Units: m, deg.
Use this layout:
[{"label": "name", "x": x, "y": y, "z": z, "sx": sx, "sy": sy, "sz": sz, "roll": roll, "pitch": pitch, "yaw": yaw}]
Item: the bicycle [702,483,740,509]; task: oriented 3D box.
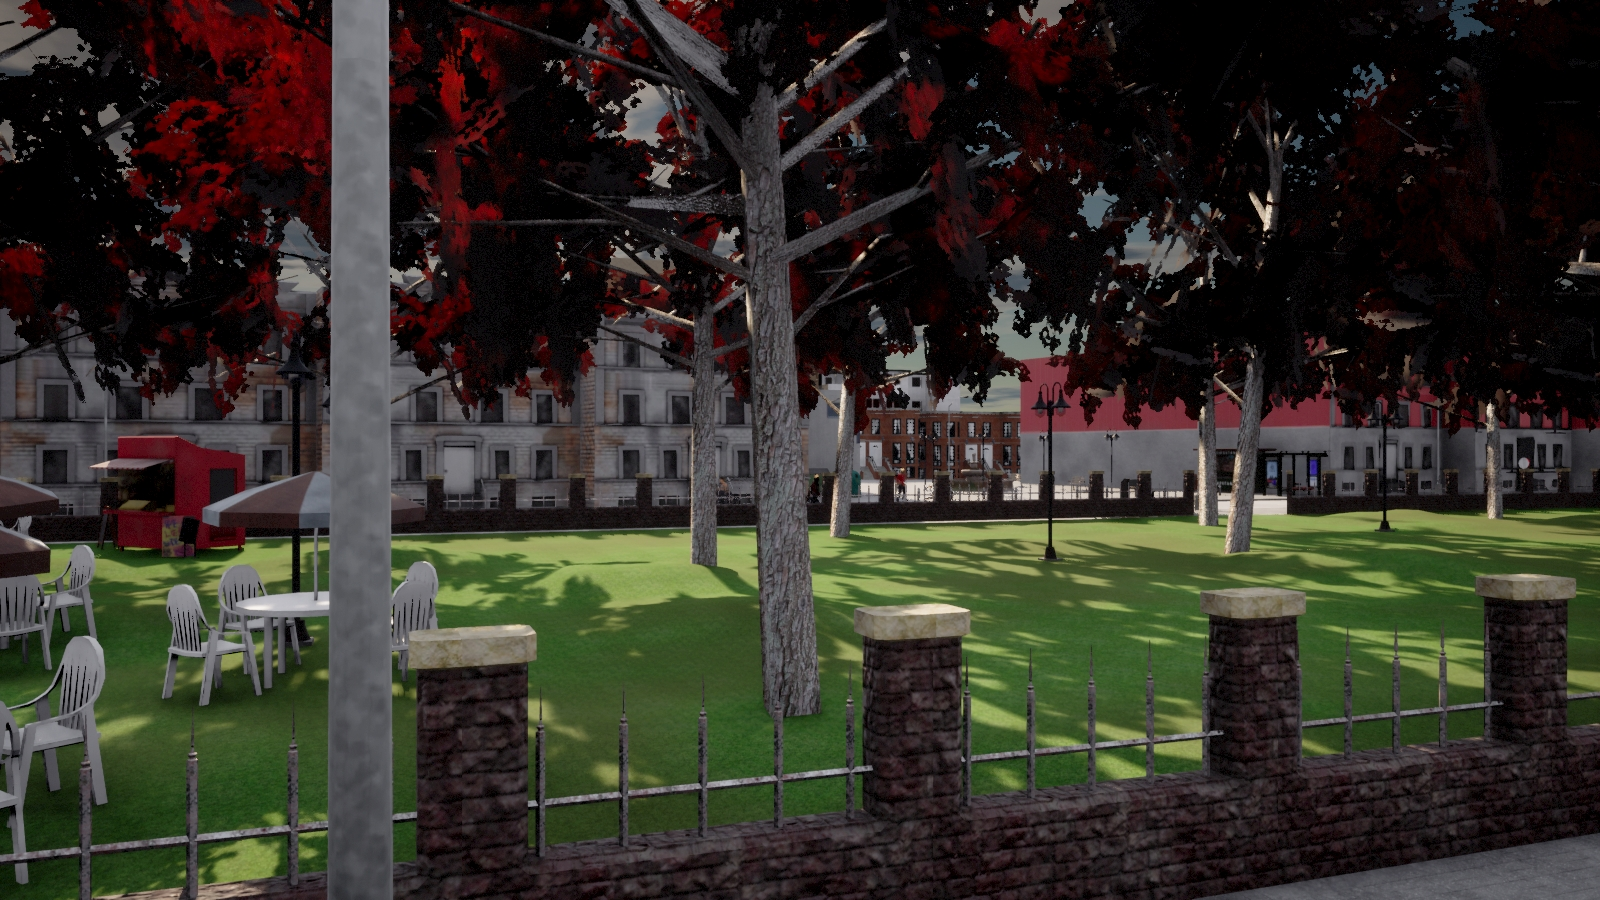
[{"label": "bicycle", "x": -3.521, "y": 2.042, "z": 50.729, "sx": 1.487, "sy": 1.080, "sz": 0.859, "roll": 0, "pitch": 0, "yaw": -20}]

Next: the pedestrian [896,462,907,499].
[{"label": "pedestrian", "x": 5.139, "y": 1.534, "z": 57.907, "sx": 0.375, "sy": 1.860, "sz": 0.375, "roll": 0, "pitch": 0, "yaw": 42}]

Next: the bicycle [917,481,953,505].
[{"label": "bicycle", "x": 6.409, "y": 2.046, "z": 54.363, "sx": 1.487, "sy": 1.080, "sz": 0.859, "roll": 0, "pitch": 0, "yaw": -20}]

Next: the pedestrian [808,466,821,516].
[{"label": "pedestrian", "x": 0.550, "y": 1.531, "z": 42.920, "sx": 0.375, "sy": 1.860, "sz": 0.375, "roll": 0, "pitch": 0, "yaw": -15}]
